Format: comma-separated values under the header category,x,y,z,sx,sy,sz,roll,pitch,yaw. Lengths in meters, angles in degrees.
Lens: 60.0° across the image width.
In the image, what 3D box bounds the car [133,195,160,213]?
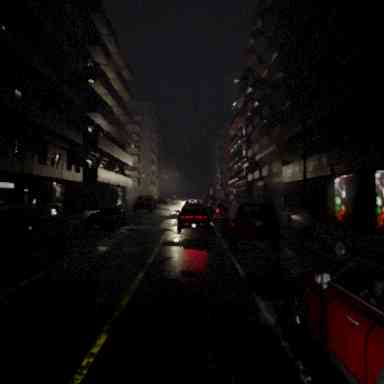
category,x,y,z,sx,sy,sz,roll,pitch,yaw
car,-5.298,1.298,37.287,2.192,1.841,5.009,1,0,0

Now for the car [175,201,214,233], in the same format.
category,x,y,z,sx,sy,sz,roll,pitch,yaw
car,0.098,1.486,19.720,1.837,1.490,4.892,0,0,0

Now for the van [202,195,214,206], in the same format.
category,x,y,z,sx,sy,sz,roll,pitch,yaw
van,2.545,1.345,53.828,1.690,1.788,3.998,1,0,0

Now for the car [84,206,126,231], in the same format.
category,x,y,z,sx,sy,sz,roll,pitch,yaw
car,-5.300,1.546,20.697,1.947,1.339,4.313,1,0,0

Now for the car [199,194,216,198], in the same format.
category,x,y,z,sx,sy,sz,roll,pitch,yaw
car,2.546,1.310,48.296,2.192,1.841,5.009,1,0,0

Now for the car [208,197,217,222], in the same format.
category,x,y,z,sx,sy,sz,roll,pitch,yaw
car,2.548,1.420,26.170,1.967,1.590,4.097,1,0,0

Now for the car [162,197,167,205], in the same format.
category,x,y,z,sx,sy,sz,roll,pitch,yaw
car,-5.308,1.596,59.412,1.802,1.307,4.206,1,0,0

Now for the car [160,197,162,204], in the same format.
category,x,y,z,sx,sy,sz,roll,pitch,yaw
car,-5.304,1.533,42.818,1.887,1.381,4.507,1,0,0

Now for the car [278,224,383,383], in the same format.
category,x,y,z,sx,sy,sz,roll,pitch,yaw
car,2.593,1.435,4.045,1.967,1.590,4.097,1,0,0

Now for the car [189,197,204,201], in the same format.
category,x,y,z,sx,sy,sz,roll,pitch,yaw
car,0.103,1.584,37.750,1.895,1.301,4.718,0,0,0

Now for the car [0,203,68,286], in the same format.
category,x,y,z,sx,sy,sz,roll,pitch,yaw
car,-5.292,1.304,9.634,2.192,1.841,5.009,1,0,0

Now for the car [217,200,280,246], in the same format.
category,x,y,z,sx,sy,sz,roll,pitch,yaw
car,2.552,1.299,15.107,2.192,1.841,5.009,1,0,0

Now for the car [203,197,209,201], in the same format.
category,x,y,z,sx,sy,sz,roll,pitch,yaw
car,2.543,1.565,37.233,1.802,1.307,4.206,1,0,0
